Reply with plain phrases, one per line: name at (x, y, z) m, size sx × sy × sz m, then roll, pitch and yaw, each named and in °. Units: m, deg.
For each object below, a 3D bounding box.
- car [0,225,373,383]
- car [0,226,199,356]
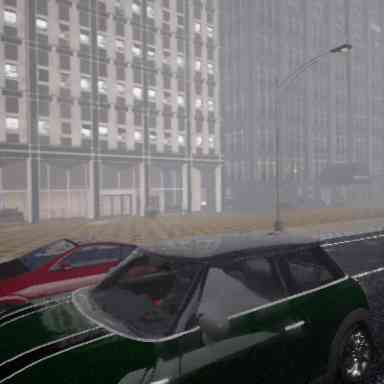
car at (-0.038, 1.336, 3.657) m, size 4.553 × 1.767 × 2.097 m, roll -1°, pitch 0°, yaw -35°
car at (-2.141, 1.550, 6.149) m, size 4.181 × 1.385 × 1.994 m, roll -1°, pitch 0°, yaw -35°
